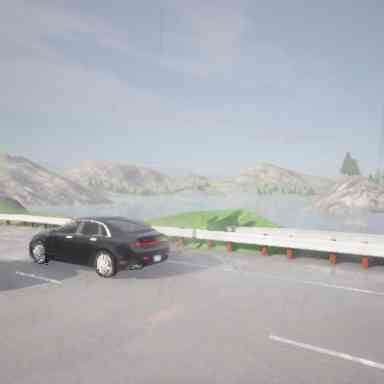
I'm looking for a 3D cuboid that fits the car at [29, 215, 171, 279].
[{"bbox_3d":[-2.910,1.474,10.017,4.892,1.490,1.837,0,0,33],"label":"car"}]
